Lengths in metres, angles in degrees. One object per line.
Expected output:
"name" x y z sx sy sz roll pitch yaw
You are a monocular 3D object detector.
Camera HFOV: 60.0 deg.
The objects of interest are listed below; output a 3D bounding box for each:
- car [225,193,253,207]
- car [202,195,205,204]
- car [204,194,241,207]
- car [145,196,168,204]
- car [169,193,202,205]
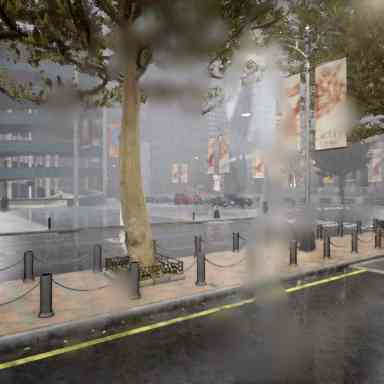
"car" 7.194 1.221 53.084 2.150 2.045 5.566 0 0 -36
"car" 1.494 1.352 60.949 2.097 1.767 4.553 0 0 -37
"car" 4.583 1.492 50.713 2.128 1.511 4.902 0 0 -35
"car" -7.684 1.505 66.441 4.892 1.490 1.837 0 0 43
"car" -1.166 1.221 58.722 2.150 2.045 5.566 0 0 -36
